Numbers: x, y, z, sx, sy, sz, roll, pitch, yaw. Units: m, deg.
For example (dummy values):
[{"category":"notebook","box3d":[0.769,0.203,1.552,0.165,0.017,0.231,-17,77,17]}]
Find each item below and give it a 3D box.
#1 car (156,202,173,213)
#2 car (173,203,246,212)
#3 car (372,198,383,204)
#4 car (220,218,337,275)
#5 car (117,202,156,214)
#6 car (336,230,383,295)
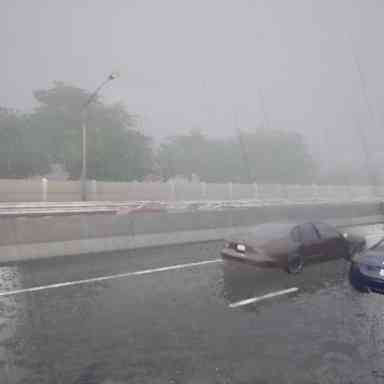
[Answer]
[{"category":"car","box3d":[-0.246,1.572,25.317,4.181,1.385,1.994,0,0,-35]},{"category":"car","box3d":[1.566,1.499,22.311,4.902,1.511,2.128,0,0,-36]},{"category":"car","box3d":[29.578,1.591,50.842,4.718,1.301,1.895,0,0,-35]},{"category":"car","box3d":[3.377,1.553,10.458,5.357,1.411,2.033,0,0,-36]},{"category":"car","box3d":[-3.793,1.532,27.086,4.674,1.442,1.812,0,0,-35]},{"category":"car","box3d":[5.486,1.569,7.663,4.181,1.385,1.994,0,0,-36]}]
